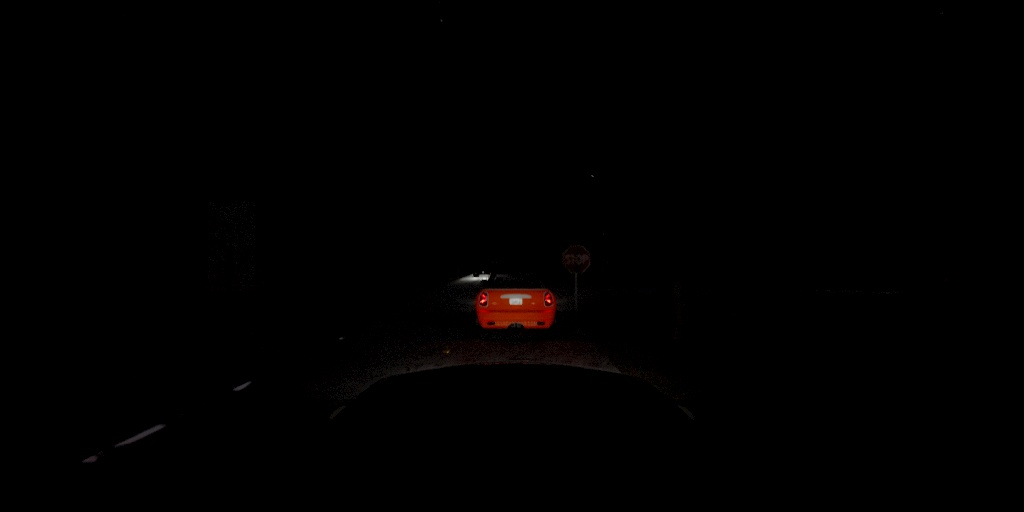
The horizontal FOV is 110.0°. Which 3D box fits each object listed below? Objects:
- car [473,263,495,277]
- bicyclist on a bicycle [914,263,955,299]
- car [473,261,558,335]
[{"bbox_3d":[-2.844,1.405,37.029,1.994,1.385,4.181,0,0,0],"label":"car"},{"bbox_3d":[19.915,1.166,16.947,0.582,1.620,1.656,0,0,0],"label":"bicyclist on a bicycle"},{"bbox_3d":[0.098,1.113,10.745,2.097,1.767,4.553,0,0,0],"label":"car"}]
